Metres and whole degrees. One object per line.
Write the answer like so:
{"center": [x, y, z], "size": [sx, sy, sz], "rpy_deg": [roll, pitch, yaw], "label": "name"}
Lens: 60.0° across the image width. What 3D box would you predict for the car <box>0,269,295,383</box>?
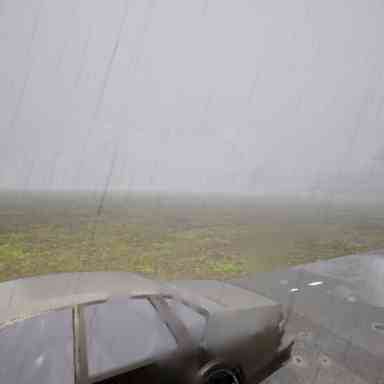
{"center": [-1.366, 1.547, 3.017], "size": [5.357, 1.411, 2.033], "rpy_deg": [0, 0, -35], "label": "car"}
